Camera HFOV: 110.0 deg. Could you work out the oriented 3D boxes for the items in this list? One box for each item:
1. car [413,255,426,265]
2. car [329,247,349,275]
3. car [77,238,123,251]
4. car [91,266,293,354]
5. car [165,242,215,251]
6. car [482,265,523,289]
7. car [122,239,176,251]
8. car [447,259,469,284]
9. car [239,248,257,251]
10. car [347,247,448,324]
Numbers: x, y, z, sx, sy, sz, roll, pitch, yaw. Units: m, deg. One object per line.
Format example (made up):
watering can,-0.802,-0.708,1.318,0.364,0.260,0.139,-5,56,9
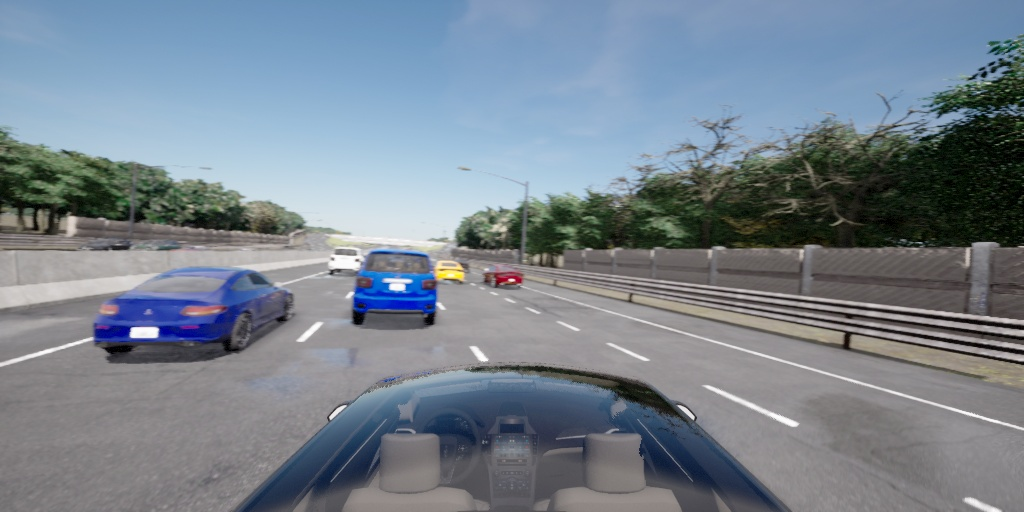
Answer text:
car,-16.329,0.679,63.149,1.812,1.442,4.674,4,0,-17
car,-12.373,0.376,27.345,2.150,2.045,5.566,4,0,-18
car,-36.074,-0.824,32.210,1.837,1.490,4.892,4,0,-17
car,-6.071,0.932,7.449,1.812,1.442,4.674,4,0,-18
car,-29.001,-0.268,32.948,1.895,1.301,4.718,4,0,-17
car,-0.757,1.359,25.313,1.882,1.535,5.008,4,0,-18
car,-32.663,-0.752,33.036,2.097,1.767,4.553,4,0,-17
car,-4.772,1.110,26.090,1.882,1.535,5.008,4,0,-18
car,-25.913,-0.058,34.775,1.895,1.301,4.718,4,0,-17
car,-3.607,0.814,11.274,2.150,2.045,5.566,4,0,-18
